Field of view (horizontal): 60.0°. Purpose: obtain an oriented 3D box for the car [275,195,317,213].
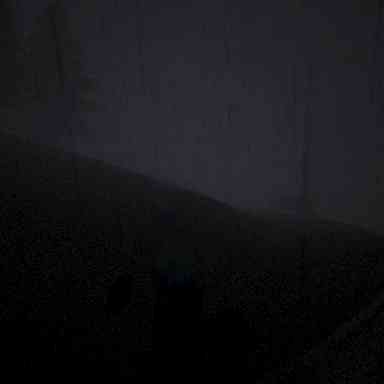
[{"bbox_3d":[11.836,1.329,38.119,2.150,2.045,5.566,0,0,-19],"label":"car"}]
